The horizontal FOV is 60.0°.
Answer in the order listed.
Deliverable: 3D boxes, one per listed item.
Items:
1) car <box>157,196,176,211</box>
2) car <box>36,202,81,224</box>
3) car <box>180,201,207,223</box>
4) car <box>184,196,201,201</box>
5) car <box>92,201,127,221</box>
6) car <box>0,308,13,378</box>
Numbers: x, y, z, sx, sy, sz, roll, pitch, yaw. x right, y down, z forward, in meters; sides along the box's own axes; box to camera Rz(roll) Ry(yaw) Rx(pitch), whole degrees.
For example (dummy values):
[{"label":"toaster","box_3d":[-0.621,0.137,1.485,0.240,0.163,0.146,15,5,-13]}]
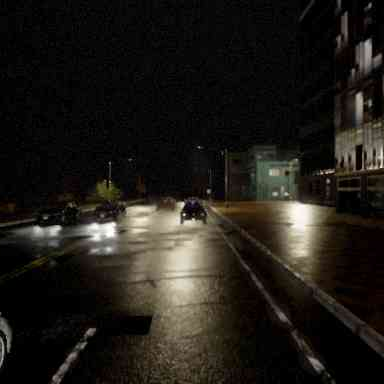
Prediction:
[{"label":"car","box_3d":[-3.149,1.330,41.224,2.097,1.767,4.553,0,0,0]},{"label":"car","box_3d":[-9.821,1.479,24.788,2.128,1.511,4.902,0,0,0]},{"label":"car","box_3d":[0.100,1.588,25.006,1.895,1.301,4.718,0,0,0]},{"label":"car","box_3d":[0.100,1.330,41.338,2.097,1.767,4.553,0,0,0]},{"label":"car","box_3d":[-6.557,1.479,26.874,2.128,1.511,4.902,0,0,0]},{"label":"car","box_3d":[-3.151,1.524,2.215,1.812,1.442,4.674,0,0,0]}]
